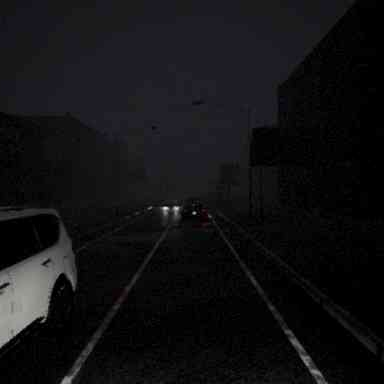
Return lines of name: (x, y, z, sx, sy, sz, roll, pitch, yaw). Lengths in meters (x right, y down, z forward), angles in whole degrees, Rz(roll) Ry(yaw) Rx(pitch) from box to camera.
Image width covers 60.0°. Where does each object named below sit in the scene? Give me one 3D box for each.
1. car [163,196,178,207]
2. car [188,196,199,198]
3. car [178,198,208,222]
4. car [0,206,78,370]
car: (-2.950, 1.308, 47.555, 1.812, 1.442, 4.674, -1, 1, 1)
car: (0.213, 1.300, 42.217, 1.837, 1.490, 4.892, -1, 0, 0)
car: (0.166, 1.465, 25.698, 1.994, 1.385, 4.181, -1, 0, 0)
car: (-3.101, 1.250, 3.721, 2.150, 2.045, 5.566, -1, 0, 0)
